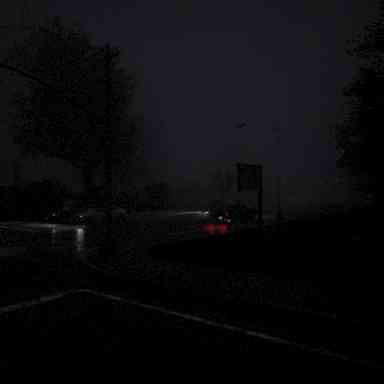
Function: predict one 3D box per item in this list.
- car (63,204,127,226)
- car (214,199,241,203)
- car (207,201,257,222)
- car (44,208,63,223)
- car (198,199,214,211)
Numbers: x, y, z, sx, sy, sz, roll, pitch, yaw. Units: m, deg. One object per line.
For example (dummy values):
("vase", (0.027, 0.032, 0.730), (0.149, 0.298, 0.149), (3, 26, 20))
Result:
("car", (-7.130, 1.712, 25.642), (1.812, 1.442, 4.674), (-1, 0, 40))
("car", (5.034, 1.662, 41.016), (1.812, 1.442, 4.674), (-1, 0, 38))
("car", (3.592, 1.712, 27.663), (1.895, 1.301, 4.718), (-1, 0, 39))
("car", (-9.889, 1.744, 27.796), (1.812, 1.442, 4.674), (-1, 0, 40))
("car", (2.751, 1.655, 43.791), (2.128, 1.511, 4.902), (-1, 0, 37))
